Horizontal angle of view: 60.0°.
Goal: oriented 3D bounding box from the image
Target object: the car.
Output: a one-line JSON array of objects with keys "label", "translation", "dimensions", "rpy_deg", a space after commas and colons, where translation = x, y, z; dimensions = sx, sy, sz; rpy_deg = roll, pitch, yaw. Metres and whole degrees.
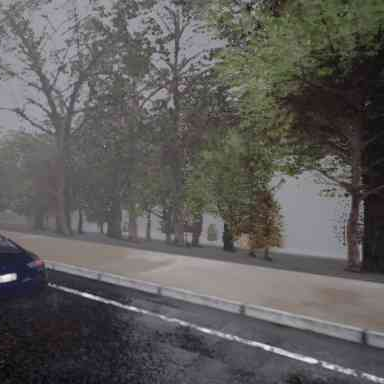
[{"label": "car", "translation": [-5.029, 1.544, 7.277], "dimensions": [4.181, 1.385, 1.994], "rpy_deg": [0, 0, 36]}]
